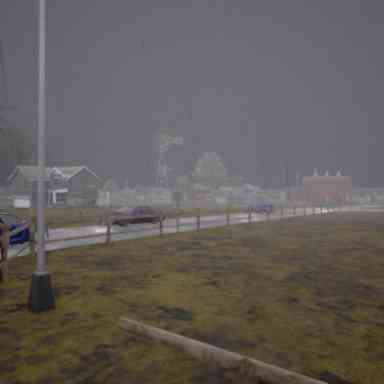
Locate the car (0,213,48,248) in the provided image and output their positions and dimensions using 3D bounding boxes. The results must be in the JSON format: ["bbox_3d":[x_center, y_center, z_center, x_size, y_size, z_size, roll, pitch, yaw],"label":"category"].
[{"bbox_3d":[-7.857,1.527,13.083,1.882,1.535,5.008,-1,-1,15],"label":"car"}]

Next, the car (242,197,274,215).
[{"bbox_3d":[8.343,1.683,41.384,2.150,2.045,5.566,1,0,36],"label":"car"}]

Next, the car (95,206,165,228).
[{"bbox_3d":[-4.217,1.690,23.761,2.033,1.411,5.357,1,0,35],"label":"car"}]
